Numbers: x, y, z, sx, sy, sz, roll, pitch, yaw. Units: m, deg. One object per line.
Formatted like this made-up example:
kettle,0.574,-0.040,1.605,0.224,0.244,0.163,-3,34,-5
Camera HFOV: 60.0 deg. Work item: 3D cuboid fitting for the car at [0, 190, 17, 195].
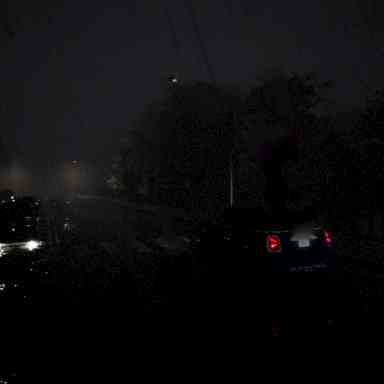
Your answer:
car,-24.776,0.711,44.532,2.150,2.045,5.566,-1,1,-24

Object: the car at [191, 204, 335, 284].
car,1.653,1.149,9.399,2.097,1.767,4.553,-1,1,-24

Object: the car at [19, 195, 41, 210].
car,-17.483,1.116,36.024,1.994,1.385,4.181,-1,1,-24

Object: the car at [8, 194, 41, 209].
car,-13.492,1.171,27.017,1.837,1.490,4.892,-1,1,-24

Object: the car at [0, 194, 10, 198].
car,-19.825,1.196,33.278,1.994,1.385,4.181,-1,1,-24

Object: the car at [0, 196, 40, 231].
car,-9.633,1.255,18.328,1.882,1.535,5.008,-1,1,-24
